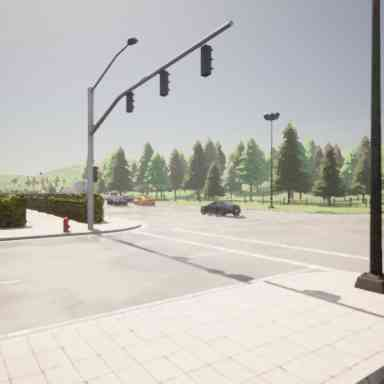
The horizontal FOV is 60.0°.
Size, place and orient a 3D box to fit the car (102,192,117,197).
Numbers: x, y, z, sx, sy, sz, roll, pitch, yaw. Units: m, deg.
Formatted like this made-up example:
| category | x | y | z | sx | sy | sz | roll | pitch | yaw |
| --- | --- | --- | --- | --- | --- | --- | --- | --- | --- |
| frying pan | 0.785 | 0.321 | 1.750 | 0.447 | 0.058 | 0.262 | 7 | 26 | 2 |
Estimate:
| category | x | y | z | sx | sy | sz | roll | pitch | yaw |
| --- | --- | --- | --- | --- | --- | --- | --- | --- | --- |
| car | -18.162 | 1.054 | 73.851 | 2.150 | 2.045 | 5.566 | 0 | 0 | -35 |

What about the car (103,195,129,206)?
| category | x | y | z | sx | sy | sz | roll | pitch | yaw |
| --- | --- | --- | --- | --- | --- | --- | --- | --- | --- |
| car | -12.008 | 1.598 | 52.724 | 1.895 | 1.301 | 4.718 | 0 | 0 | -35 |

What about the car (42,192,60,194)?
| category | x | y | z | sx | sy | sz | roll | pitch | yaw |
| --- | --- | --- | --- | --- | --- | --- | --- | --- | --- |
| car | -24.029 | 1.220 | 57.675 | 2.150 | 2.045 | 5.566 | 0 | 0 | -35 |

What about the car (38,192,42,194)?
| category | x | y | z | sx | sy | sz | roll | pitch | yaw |
| --- | --- | --- | --- | --- | --- | --- | --- | --- | --- |
| car | -29.697 | 1.056 | 65.918 | 2.150 | 2.045 | 5.566 | 0 | 0 | -35 |

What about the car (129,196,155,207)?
| category | x | y | z | sx | sy | sz | roll | pitch | yaw |
| --- | --- | --- | --- | --- | --- | --- | --- | --- | --- |
| car | -7.581 | 1.475 | 52.464 | 1.882 | 1.535 | 5.008 | 0 | 0 | -35 |

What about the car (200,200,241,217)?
| category | x | y | z | sx | sy | sz | roll | pitch | yaw |
| --- | --- | --- | --- | --- | --- | --- | --- | --- | --- |
| car | 2.662 | 1.523 | 31.248 | 1.812 | 1.442 | 4.674 | 0 | 0 | -34 |
